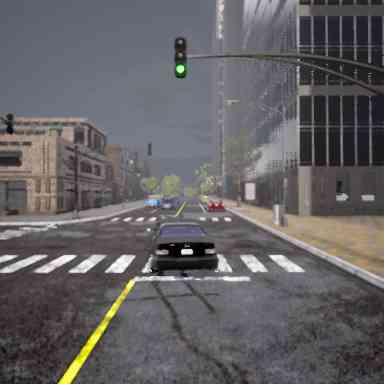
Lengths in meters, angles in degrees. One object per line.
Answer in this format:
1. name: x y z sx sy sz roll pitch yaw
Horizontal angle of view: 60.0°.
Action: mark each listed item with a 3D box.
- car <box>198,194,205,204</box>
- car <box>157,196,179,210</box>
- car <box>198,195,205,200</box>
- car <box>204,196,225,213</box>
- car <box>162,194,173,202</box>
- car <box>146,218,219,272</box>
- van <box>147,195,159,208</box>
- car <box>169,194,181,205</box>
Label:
1. car: 2.701 1.589 66.149 1.752 1.417 4.829 1 0 0
2. car: -3.093 1.567 43.476 1.812 1.442 4.674 0 0 0
3. car: 2.700 1.617 93.823 1.752 1.417 4.829 1 0 0
4. car: 2.703 1.476 38.305 1.967 1.590 4.097 1 0 0
5. car: -5.676 1.390 77.060 2.192 1.841 5.009 1 0 0
6. car: -0.470 1.557 10.874 2.033 1.411 5.357 0 0 -8
7. van: -5.676 1.388 49.388 1.690 1.788 3.998 1 0 0
8. car: -3.036 1.584 60.711 1.812 1.442 4.674 0 0 1
